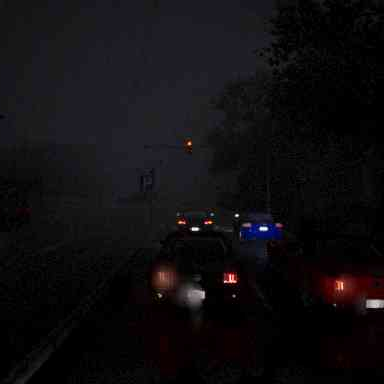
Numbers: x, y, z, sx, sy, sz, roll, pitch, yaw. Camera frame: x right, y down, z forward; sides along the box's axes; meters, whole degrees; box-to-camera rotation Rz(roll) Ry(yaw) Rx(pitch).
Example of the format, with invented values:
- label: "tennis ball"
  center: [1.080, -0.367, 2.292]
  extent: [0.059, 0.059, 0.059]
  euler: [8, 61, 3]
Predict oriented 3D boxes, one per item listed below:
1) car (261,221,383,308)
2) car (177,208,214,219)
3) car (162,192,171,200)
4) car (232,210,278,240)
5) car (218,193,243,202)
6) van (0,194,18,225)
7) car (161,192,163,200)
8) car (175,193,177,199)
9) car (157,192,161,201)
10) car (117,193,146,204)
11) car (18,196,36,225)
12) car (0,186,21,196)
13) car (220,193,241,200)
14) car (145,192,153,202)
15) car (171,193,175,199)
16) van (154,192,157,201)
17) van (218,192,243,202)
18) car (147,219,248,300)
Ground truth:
- label: "car"
  center: [3.120, 1.611, 7.859]
  extent: [1.895, 1.301, 4.718]
  euler: [0, 0, 0]
- label: "car"
  center: [0.171, 1.552, 17.452]
  extent: [1.812, 1.442, 4.674]
  euler: [0, 0, 1]
- label: "car"
  center: [-8.453, 1.356, 85.289]
  extent: [4.674, 1.452, 2.002]
  euler: [-1, 0, -12]
- label: "car"
  center: [3.163, 1.588, 16.607]
  extent: [1.994, 1.385, 4.181]
  euler: [0, 0, 1]
- label: "car"
  center: [7.667, 1.141, 66.919]
  extent: [4.553, 1.767, 2.185]
  euler: [1, 0, -14]
- label: "van"
  center: [-13.603, 1.296, 20.571]
  extent: [4.442, 1.987, 1.878]
  euler: [-1, 0, -19]
- label: "car"
  center: [-9.640, 1.358, 76.306]
  extent: [4.674, 1.452, 2.002]
  euler: [-1, 0, -13]
- label: "car"
  center: [-7.581, 1.315, 91.274]
  extent: [5.008, 1.535, 2.097]
  euler: [-1, 0, -12]
- label: "car"
  center: [-10.013, 1.321, 73.310]
  extent: [4.892, 1.521, 2.231]
  euler: [-1, 0, -14]
- label: "car"
  center: [-11.444, 1.357, 61.355]
  extent: [4.792, 1.488, 2.163]
  euler: [-1, 0, -15]
- label: "car"
  center: [-13.627, 1.403, 23.549]
  extent: [4.553, 1.767, 2.185]
  euler: [-1, 0, -19]
- label: "car"
  center: [-28.165, 0.136, 52.223]
  extent: [2.002, 1.452, 4.674]
  euler: [6, -3, -19]
- label: "car"
  center: [9.458, 1.128, 81.619]
  extent: [4.553, 1.767, 2.185]
  euler: [1, 0, -12]
- label: "car"
  center: [-10.800, 1.314, 64.347]
  extent: [5.366, 1.575, 1.946]
  euler: [-1, 0, -15]
- label: "car"
  center: [-8.002, 1.064, 88.296]
  extent: [5.566, 2.045, 2.435]
  euler: [-1, 0, -12]
- label: "van"
  center: [-10.241, 1.092, 70.339]
  extent: [4.442, 1.987, 1.878]
  euler: [-1, 0, -14]
- label: "van"
  center: [7.283, 1.042, 63.950]
  extent: [4.442, 1.987, 1.878]
  euler: [1, 0, -14]
- label: "car"
  center: [0.110, 1.612, 8.350]
  extent: [1.895, 1.301, 4.718]
  euler: [0, 0, 0]
